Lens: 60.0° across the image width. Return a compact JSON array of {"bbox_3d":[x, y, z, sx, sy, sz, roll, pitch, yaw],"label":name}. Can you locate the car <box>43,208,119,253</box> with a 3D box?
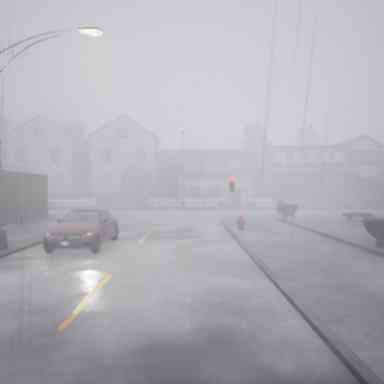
[{"bbox_3d":[-4.140,1.393,13.170,1.812,1.442,4.674,0,1,0],"label":"car"}]
